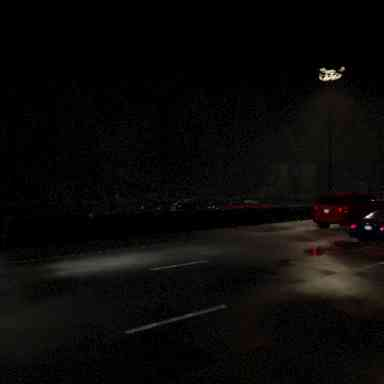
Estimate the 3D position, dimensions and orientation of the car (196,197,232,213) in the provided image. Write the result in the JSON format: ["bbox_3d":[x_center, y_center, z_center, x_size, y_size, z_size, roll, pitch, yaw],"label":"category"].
[{"bbox_3d":[3.174,1.303,32.051,4.892,1.490,1.837,-1,1,-35],"label":"car"}]

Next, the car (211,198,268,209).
[{"bbox_3d":[4.286,1.414,28.547,4.718,1.301,1.895,-1,0,-35],"label":"car"}]

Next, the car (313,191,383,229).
[{"bbox_3d":[9.217,1.054,18.907,5.566,2.045,2.150,-1,1,-35],"label":"car"}]

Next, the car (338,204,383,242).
[{"bbox_3d":[8.895,1.415,14.392,5.357,1.411,2.033,-1,0,-36],"label":"car"}]

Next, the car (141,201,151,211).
[{"bbox_3d":[-3.189,1.325,36.111,4.902,1.511,2.128,-1,1,-35],"label":"car"}]

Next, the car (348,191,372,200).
[{"bbox_3d":[30.287,0.541,59.880,4.674,1.442,1.812,-2,1,-35],"label":"car"}]

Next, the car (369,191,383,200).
[{"bbox_3d":[32.430,0.573,57.120,4.181,1.385,1.994,-2,1,-35],"label":"car"}]

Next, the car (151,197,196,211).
[{"bbox_3d":[-1.155,1.325,33.263,4.902,1.511,2.128,-1,1,-35],"label":"car"}]
